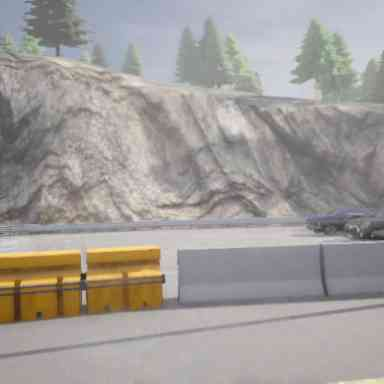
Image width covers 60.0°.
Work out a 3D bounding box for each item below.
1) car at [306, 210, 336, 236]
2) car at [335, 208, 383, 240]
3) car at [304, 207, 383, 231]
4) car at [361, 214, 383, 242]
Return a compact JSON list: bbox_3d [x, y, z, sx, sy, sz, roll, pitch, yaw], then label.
[{"bbox_3d":[9.670,1.979,20.677,4.718,1.301,1.895,-1,-2,-4],"label":"car"},{"bbox_3d":[10.288,1.617,17.186,4.553,1.767,2.097,-1,-2,-4],"label":"car"},{"bbox_3d":[10.996,1.926,24.248,5.008,1.535,1.882,-1,-2,-3],"label":"car"},{"bbox_3d":[10.290,1.714,13.738,5.357,1.411,2.033,-1,-2,-4],"label":"car"}]
